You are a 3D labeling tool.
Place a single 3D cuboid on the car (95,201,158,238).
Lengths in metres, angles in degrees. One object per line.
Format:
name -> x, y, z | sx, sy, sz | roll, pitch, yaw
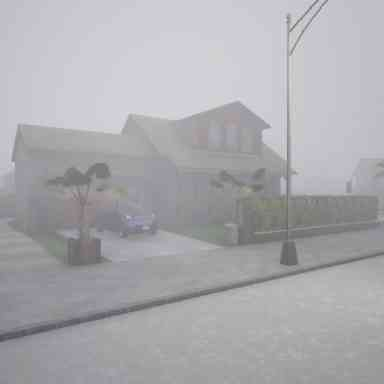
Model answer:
car -> -3.041, 1.174, 15.278 | 1.845, 1.501, 3.633 | 0, 0, -38
